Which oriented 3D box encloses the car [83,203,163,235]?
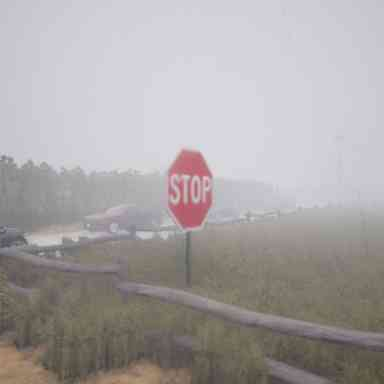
[{"bbox_3d":[-3.765,1.427,18.786,1.882,1.535,5.008,0,-1,36],"label":"car"}]

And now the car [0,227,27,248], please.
[{"bbox_3d":[-6.133,1.385,8.460,2.128,1.511,4.902,0,1,4],"label":"car"}]

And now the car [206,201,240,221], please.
[{"bbox_3d":[2.154,1.525,27.002,2.128,1.511,4.902,0,0,36],"label":"car"}]

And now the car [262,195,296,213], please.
[{"bbox_3d":[9.996,1.320,37.831,2.150,2.045,5.566,0,0,36],"label":"car"}]
